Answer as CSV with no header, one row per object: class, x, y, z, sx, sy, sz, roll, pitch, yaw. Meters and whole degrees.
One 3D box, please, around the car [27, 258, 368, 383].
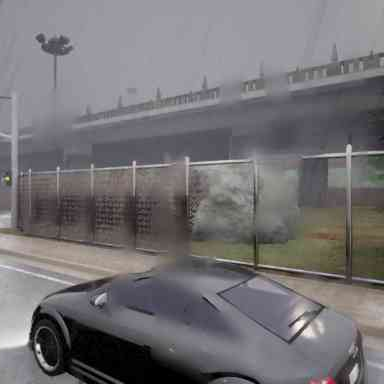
car,-0.189,1.564,4.125,4.181,1.385,1.994,0,0,36
